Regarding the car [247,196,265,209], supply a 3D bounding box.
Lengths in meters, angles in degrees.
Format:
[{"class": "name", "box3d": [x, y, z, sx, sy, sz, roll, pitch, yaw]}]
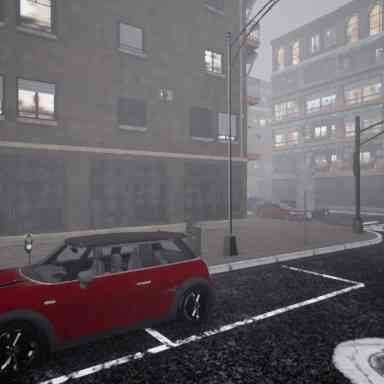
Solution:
[{"class": "car", "box3d": [6.562, 1.238, 36.572, 1.882, 1.535, 5.008, -1, 1, -35]}]

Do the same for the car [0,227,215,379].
[{"class": "car", "box3d": [-1.662, 1.440, 5.432, 4.097, 1.590, 1.967, 0, 0, -35]}]

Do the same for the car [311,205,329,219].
[{"class": "car", "box3d": [8.918, 1.345, 27.726, 1.882, 1.535, 5.008, -1, 1, -35]}]

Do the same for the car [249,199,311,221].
[{"class": "car", "box3d": [6.831, 1.470, 26.206, 1.802, 1.307, 4.206, 0, 0, -35]}]
